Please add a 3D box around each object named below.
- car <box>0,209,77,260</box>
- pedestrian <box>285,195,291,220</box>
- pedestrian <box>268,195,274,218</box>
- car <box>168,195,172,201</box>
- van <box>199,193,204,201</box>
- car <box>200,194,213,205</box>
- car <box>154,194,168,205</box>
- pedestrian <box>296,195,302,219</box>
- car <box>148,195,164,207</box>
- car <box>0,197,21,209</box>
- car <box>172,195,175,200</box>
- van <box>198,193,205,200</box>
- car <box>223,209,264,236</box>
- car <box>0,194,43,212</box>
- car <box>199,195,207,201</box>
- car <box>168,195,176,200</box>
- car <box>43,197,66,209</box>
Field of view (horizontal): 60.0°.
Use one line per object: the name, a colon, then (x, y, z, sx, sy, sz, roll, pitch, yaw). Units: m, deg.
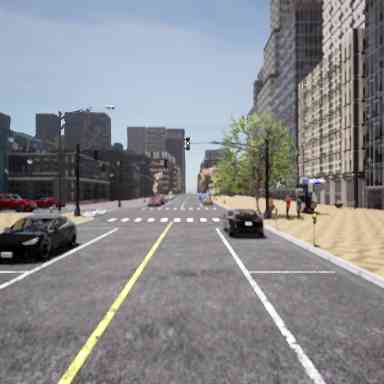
car: (-5.687, 1.552, 12.398, 1.947, 1.339, 4.313, 0, 0, 0)
pedestrian: (7.134, 1.121, 24.909, 0.375, 1.860, 0.375, 0, 0, 0)
pedestrian: (6.134, 1.111, 26.109, 0.375, 1.860, 0.375, 0, 0, 0)
car: (-5.689, 1.475, 67.067, 2.008, 1.369, 4.403, 0, 0, 0)
van: (2.693, 1.271, 61.518, 1.690, 1.788, 3.998, 0, 0, 0)
car: (2.692, 1.461, 56.137, 1.752, 1.417, 4.829, 0, 0, 0)
car: (-5.688, 1.251, 55.964, 2.192, 1.841, 5.009, 0, 0, 0)
pedestrian: (8.134, 1.138, 25.509, 0.375, 1.860, 0.375, 0, 0, 0)
car: (-5.689, 1.524, 50.413, 1.802, 1.307, 4.206, 0, 0, 0)
car: (-22.815, 1.293, 39.337, 4.206, 1.307, 1.802, 1, -1, -1)
car: (-5.689, 1.431, 83.550, 1.752, 1.417, 4.829, 0, 0, 0)
van: (2.692, 1.235, 94.824, 1.690, 1.788, 3.998, 0, 0, 0)
car: (2.693, 1.545, 17.938, 1.947, 1.339, 4.313, 0, 0, 0)
car: (-17.149, 1.064, 31.041, 5.009, 1.841, 2.192, 1, -1, -1)
car: (2.691, 1.472, 83.722, 1.947, 1.339, 4.313, 0, 0, 0)
car: (-5.690, 1.445, 94.822, 2.008, 1.369, 4.403, 0, 0, 0)
car: (-17.270, 1.324, 39.416, 4.507, 1.381, 1.887, 1, -1, -1)
